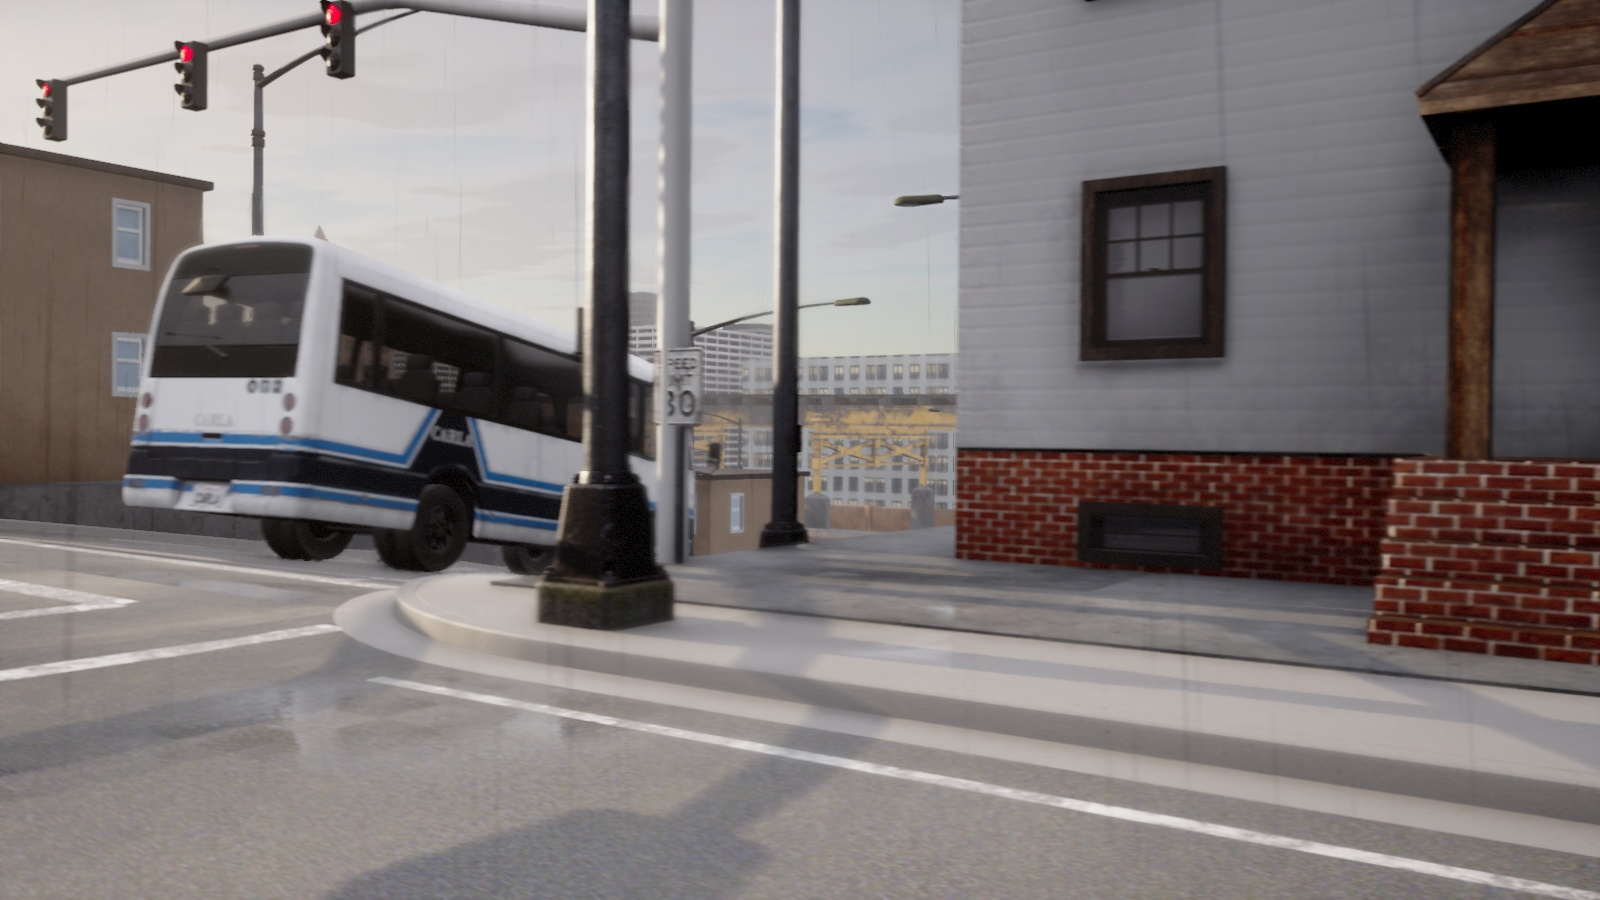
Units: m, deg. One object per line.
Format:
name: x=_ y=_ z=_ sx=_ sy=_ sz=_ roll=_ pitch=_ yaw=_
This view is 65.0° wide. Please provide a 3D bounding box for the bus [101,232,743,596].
bus: x=-5.269 y=0.043 z=20.869 sx=3.944 sy=4.253 sz=10.273 roll=1 pitch=-7 yaw=26
